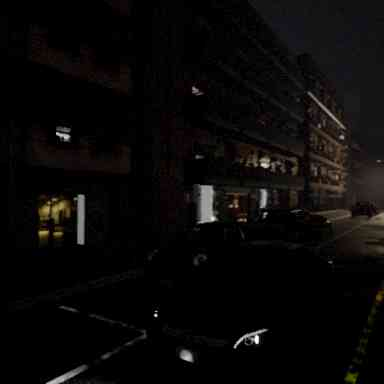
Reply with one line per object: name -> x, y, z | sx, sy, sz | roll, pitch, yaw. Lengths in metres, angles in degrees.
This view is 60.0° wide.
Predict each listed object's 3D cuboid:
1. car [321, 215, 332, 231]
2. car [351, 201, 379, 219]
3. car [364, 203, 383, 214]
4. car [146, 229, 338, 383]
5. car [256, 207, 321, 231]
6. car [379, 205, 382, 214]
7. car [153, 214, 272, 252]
car -> 6.806, 1.920, 18.868 | 1.802, 1.307, 4.206 | -1, -1, 34
car -> 19.367, 1.961, 37.592 | 2.192, 1.841, 5.009 | -1, -1, 34
car -> 25.648, 2.343, 46.949 | 1.887, 1.381, 4.507 | -1, -1, 34
car -> 1.239, 1.635, 5.744 | 1.812, 1.442, 4.674 | -1, -1, 34
car -> 3.666, 1.576, 14.192 | 2.192, 1.841, 5.009 | -1, -1, 34
car -> 22.506, 2.162, 42.270 | 1.967, 1.590, 4.097 | -1, -1, 34
car -> 0.526, 1.624, 9.511 | 1.967, 1.590, 4.097 | -1, -1, 34
